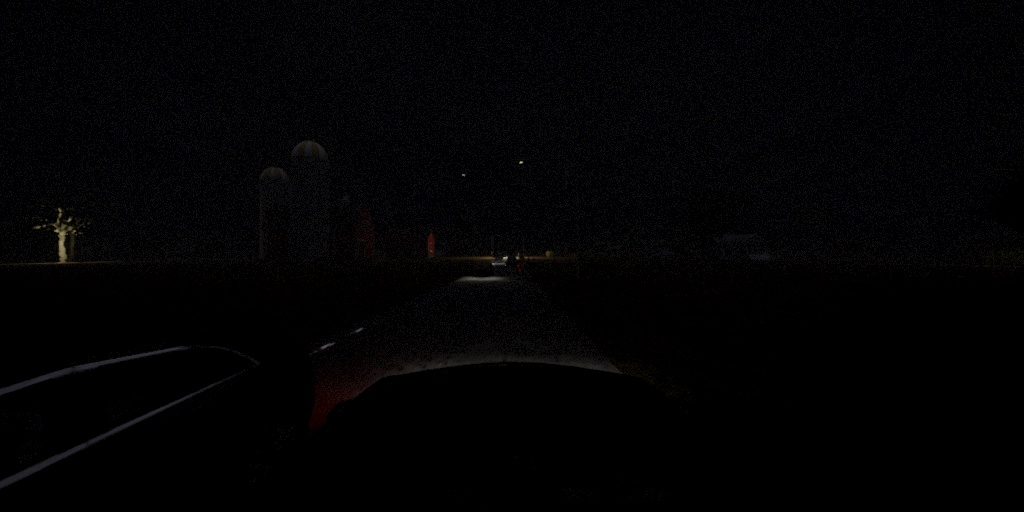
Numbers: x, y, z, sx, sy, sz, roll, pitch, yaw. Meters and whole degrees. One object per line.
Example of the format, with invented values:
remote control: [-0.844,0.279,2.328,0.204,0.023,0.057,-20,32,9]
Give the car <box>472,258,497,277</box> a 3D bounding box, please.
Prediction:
car: [-2.848,1.235,35.925,1.882,1.535,5.008,0,0,0]

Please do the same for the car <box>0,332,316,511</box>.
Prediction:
car: [-2.841,1.241,1.538,2.128,1.511,4.902,0,0,0]

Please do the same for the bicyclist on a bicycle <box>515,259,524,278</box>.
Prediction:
bicyclist on a bicycle: [0.744,1.204,33.524,0.866,1.612,1.509,0,0,0]

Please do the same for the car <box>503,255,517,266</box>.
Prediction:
car: [-0.012,0.991,62.935,1.994,1.385,4.181,0,1,1]
